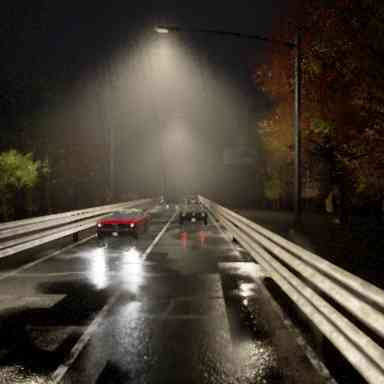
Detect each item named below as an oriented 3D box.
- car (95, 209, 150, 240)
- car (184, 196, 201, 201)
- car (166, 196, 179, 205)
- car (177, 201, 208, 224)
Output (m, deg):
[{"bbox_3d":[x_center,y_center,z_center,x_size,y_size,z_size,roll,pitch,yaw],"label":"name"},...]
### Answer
[{"bbox_3d":[-3.351,1.538,16.776,1.895,1.301,4.718,0,0,0],"label":"car"},{"bbox_3d":[0.089,1.270,42.231,2.097,1.767,4.553,0,0,0],"label":"car"},{"bbox_3d":[-3.336,1.383,57.236,1.882,1.535,5.008,0,0,0],"label":"car"},{"bbox_3d":[0.099,1.532,24.003,1.895,1.301,4.718,0,0,0],"label":"car"}]
